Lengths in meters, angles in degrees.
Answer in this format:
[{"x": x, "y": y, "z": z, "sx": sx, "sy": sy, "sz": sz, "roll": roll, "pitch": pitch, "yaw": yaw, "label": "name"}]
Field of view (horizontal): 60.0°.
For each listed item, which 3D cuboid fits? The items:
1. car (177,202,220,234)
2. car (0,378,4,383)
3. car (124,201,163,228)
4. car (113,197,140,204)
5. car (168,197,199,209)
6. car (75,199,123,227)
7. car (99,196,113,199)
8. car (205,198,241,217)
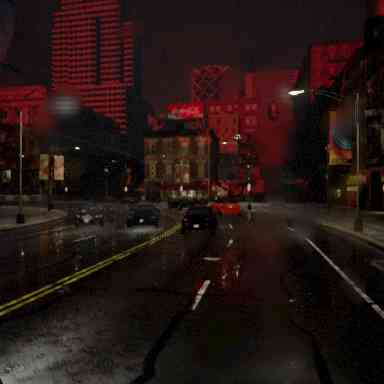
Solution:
[{"x": 0.469, "y": 1.524, "z": 18.976, "sx": 1.812, "sy": 1.442, "sz": 4.674, "roll": 0, "pitch": 0, "yaw": 6, "label": "car"}, {"x": -2.767, "y": 1.563, "z": 1.155, "sx": 1.994, "sy": 1.385, "sz": 4.181, "roll": 0, "pitch": 0, "yaw": 12, "label": "car"}, {"x": -3.075, "y": 1.561, "z": 22.250, "sx": 1.994, "sy": 1.385, "sz": 4.181, "roll": 0, "pitch": 0, "yaw": 0, "label": "car"}, {"x": -11.659, "y": 1.588, "z": 60.122, "sx": 4.718, "sy": 1.301, "sz": 1.895, "roll": 0, "pitch": 0, "yaw": 41, "label": "car"}, {"x": -1.506, "y": 1.487, "z": 43.517, "sx": 2.128, "sy": 1.511, "sz": 4.902, "roll": 0, "pitch": 0, "yaw": -29, "label": "car"}, {"x": -6.481, "y": 1.488, "z": 22.792, "sx": 2.128, "sy": 1.511, "sz": 4.902, "roll": 0, "pitch": 0, "yaw": -1, "label": "car"}, {"x": -16.418, "y": 1.512, "z": 63.314, "sx": 4.674, "sy": 1.452, "sz": 2.002, "roll": 0, "pitch": 0, "yaw": 31, "label": "car"}, {"x": 3.040, "y": 1.349, "z": 31.626, "sx": 2.097, "sy": 1.767, "sz": 4.553, "roll": 0, "pitch": 0, "yaw": -10, "label": "car"}]
